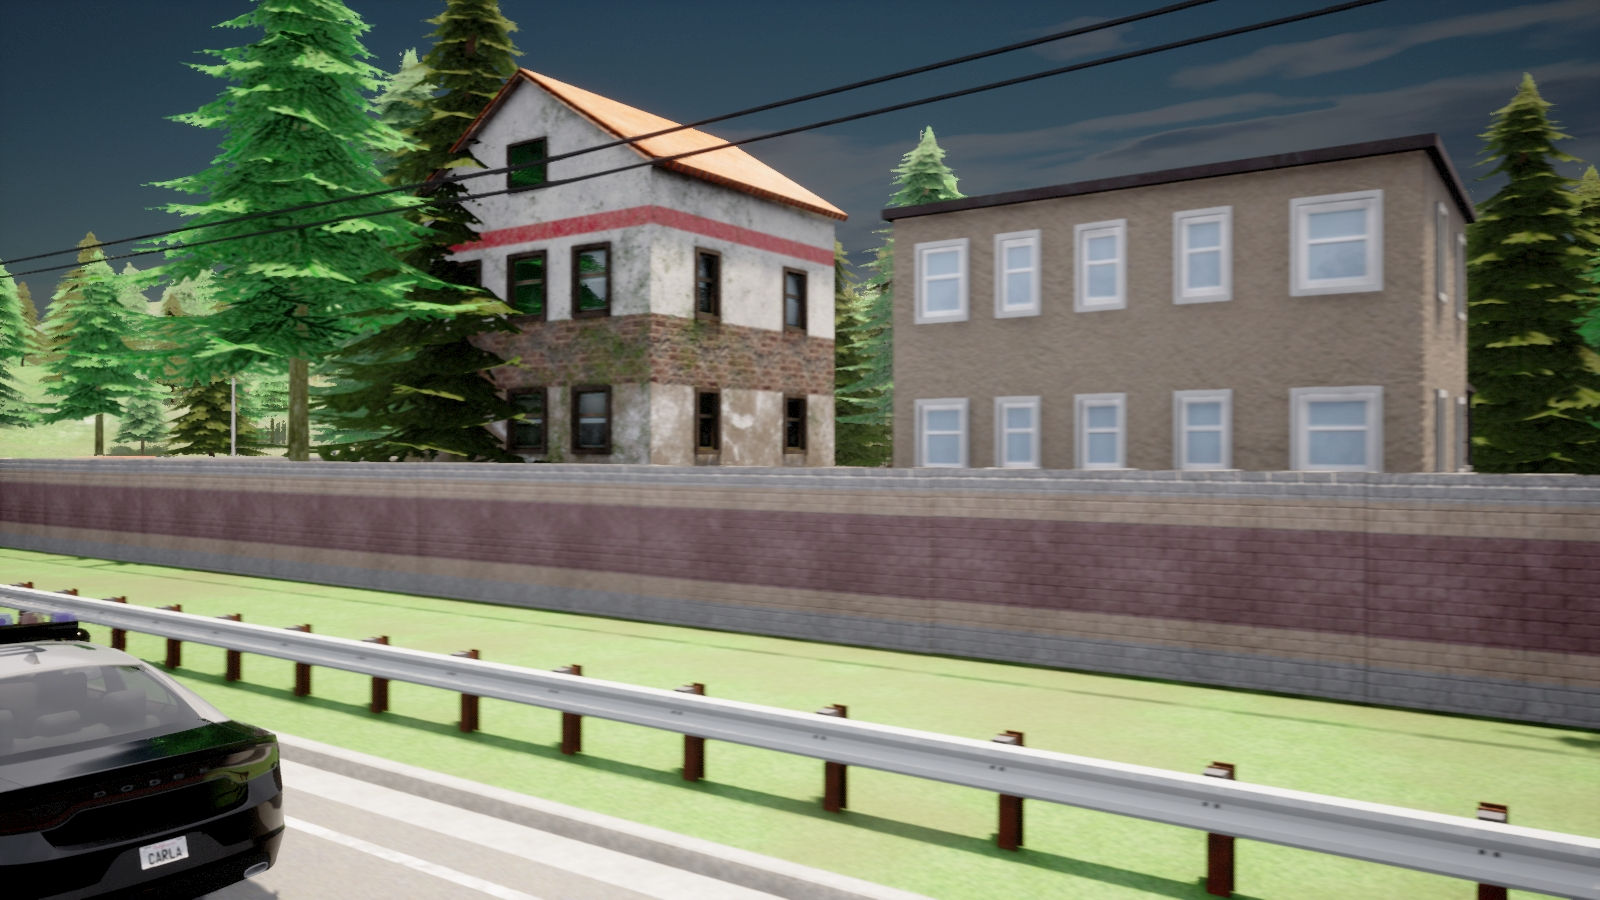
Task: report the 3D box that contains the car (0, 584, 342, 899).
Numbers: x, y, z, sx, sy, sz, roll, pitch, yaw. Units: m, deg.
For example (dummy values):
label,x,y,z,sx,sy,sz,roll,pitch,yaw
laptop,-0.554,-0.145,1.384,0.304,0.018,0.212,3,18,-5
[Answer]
label,x,y,z,sx,sy,sz,roll,pitch,yaw
car,-5.569,1.982,7.685,5.238,1.638,2.097,0,0,35
